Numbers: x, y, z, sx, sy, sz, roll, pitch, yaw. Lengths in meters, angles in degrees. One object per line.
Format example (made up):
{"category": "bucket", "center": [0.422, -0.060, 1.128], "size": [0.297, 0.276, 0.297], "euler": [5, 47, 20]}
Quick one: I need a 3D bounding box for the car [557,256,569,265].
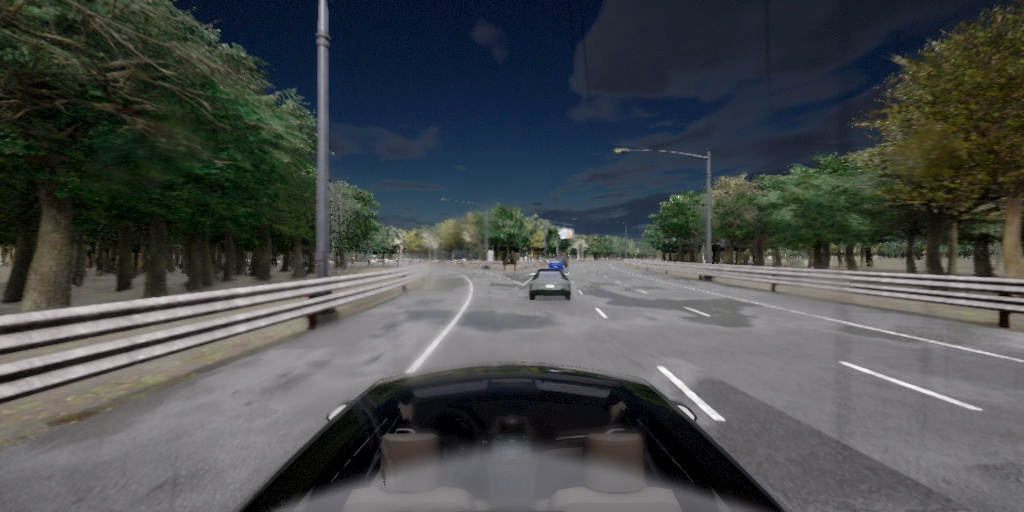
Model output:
{"category": "car", "center": [8.971, 1.013, 64.477], "size": [2.150, 2.045, 5.566], "euler": [0, 0, 12]}

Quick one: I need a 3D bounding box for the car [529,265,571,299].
{"category": "car", "center": [1.905, 1.321, 18.096], "size": [1.994, 1.385, 4.181], "euler": [0, 0, 6]}

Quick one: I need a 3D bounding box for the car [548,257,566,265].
{"category": "car", "center": [5.926, 1.256, 48.533], "size": [1.882, 1.535, 5.008], "euler": [0, 0, 10]}
